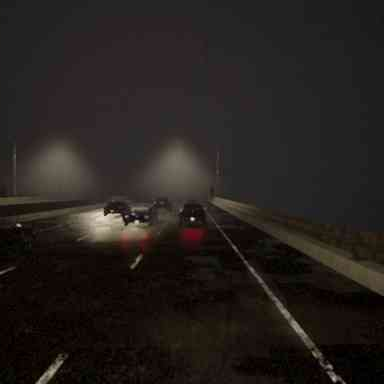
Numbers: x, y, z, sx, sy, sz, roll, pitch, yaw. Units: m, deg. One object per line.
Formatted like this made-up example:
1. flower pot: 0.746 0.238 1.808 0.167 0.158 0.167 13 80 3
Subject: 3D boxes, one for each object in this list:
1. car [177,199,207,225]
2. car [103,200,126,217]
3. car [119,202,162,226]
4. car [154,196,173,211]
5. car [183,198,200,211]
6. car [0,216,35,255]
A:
1. car: 0.028 1.489 23.875 1.837 1.490 4.892 0 0 0
2. car: -6.993 1.503 31.354 1.812 1.442 4.674 0 0 0
3. car: -3.469 1.584 23.149 1.895 1.301 4.718 0 0 0
4. car: -3.522 1.323 40.594 2.097 1.767 4.553 0 0 0
5. car: -0.025 1.519 41.786 2.033 1.411 5.357 0 0 0
6. car: -6.934 1.483 10.869 2.128 1.511 4.902 0 0 0
